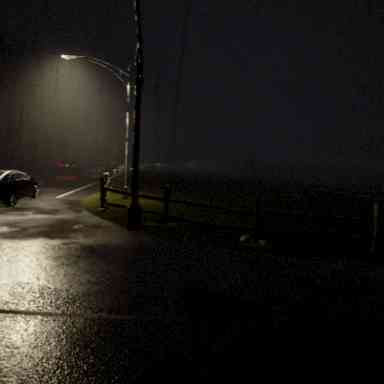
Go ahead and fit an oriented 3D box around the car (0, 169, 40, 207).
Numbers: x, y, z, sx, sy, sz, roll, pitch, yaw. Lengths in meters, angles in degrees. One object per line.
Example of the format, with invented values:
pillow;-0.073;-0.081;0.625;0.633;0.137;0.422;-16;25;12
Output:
car;-8.478;-0.279;15.091;2.128;1.511;4.902;2;5;-7

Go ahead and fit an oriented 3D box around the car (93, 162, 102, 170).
car;-17.794;-4.959;63.745;2.128;1.511;4.902;2;5;-7

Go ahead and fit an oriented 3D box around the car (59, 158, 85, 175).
car;-15.153;-3.223;42.111;2.150;2.045;5.566;2;5;-7

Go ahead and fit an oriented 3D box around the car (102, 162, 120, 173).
car;-13.195;-4.164;55.437;2.097;1.767;4.553;2;5;-7
